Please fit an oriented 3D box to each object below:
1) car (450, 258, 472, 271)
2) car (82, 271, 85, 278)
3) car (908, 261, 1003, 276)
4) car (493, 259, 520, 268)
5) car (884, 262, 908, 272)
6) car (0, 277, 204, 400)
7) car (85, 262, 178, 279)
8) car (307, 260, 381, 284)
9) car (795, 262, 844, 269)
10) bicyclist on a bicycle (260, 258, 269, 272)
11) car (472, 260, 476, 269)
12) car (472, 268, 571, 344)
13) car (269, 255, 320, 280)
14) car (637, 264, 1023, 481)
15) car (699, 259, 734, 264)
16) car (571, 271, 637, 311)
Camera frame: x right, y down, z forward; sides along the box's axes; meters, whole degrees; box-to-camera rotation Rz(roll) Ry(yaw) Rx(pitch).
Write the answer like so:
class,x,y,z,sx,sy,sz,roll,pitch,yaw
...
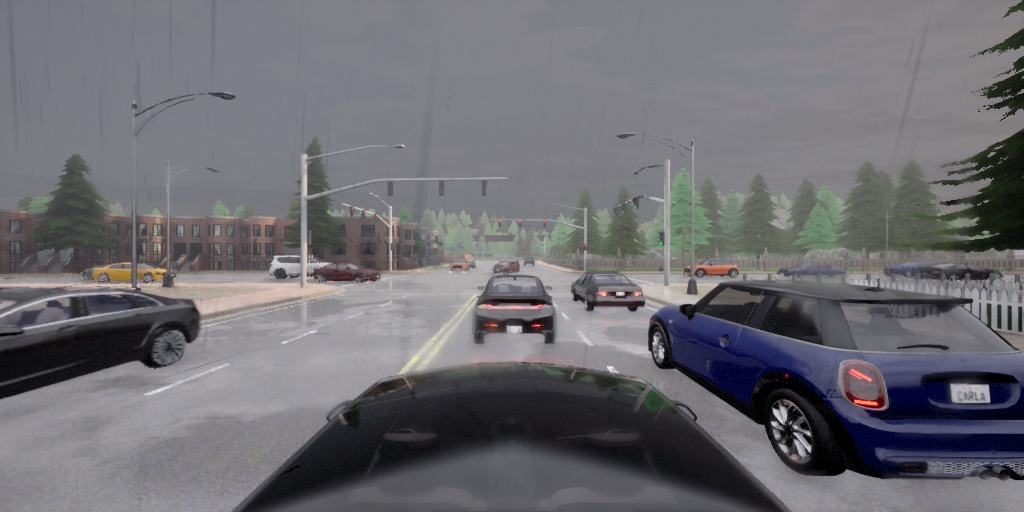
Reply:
class,x,y,z,sx,sy,sz,roll,pitch,yaw
car,-7.021,1.102,48.325,2.097,1.767,4.553,0,0,0
car,-32.944,1.313,30.079,4.181,1.385,1.994,0,0,-8
car,33.274,1.227,26.713,5.008,1.535,1.882,0,0,0
car,-0.630,1.276,39.987,1.812,1.442,4.674,1,0,22
car,38.162,1.228,33.890,5.008,1.535,1.882,0,0,0
car,-7.081,1.241,5.070,2.128,1.511,4.902,0,0,0
car,-28.233,1.228,26.989,5.008,1.535,1.882,0,0,-3
car,-12.198,1.227,26.599,5.008,1.535,1.882,0,0,12
car,28.285,1.297,33.921,5.357,1.411,2.033,0,0,1
bicyclist on a bicycle,-28.753,1.053,41.650,0.582,1.620,1.656,0,0,-1
car,-6.994,1.276,58.258,1.812,1.442,4.674,0,0,1
car,0.075,1.242,9.533,2.128,1.511,4.902,0,0,1
car,-17.646,0.971,30.722,5.566,2.045,2.150,0,0,-1
car,3.607,1.102,4.943,2.097,1.767,4.553,0,0,0
car,18.760,1.102,33.950,4.553,1.767,2.097,0,0,0
car,3.604,1.297,14.361,2.033,1.411,5.357,0,0,0
